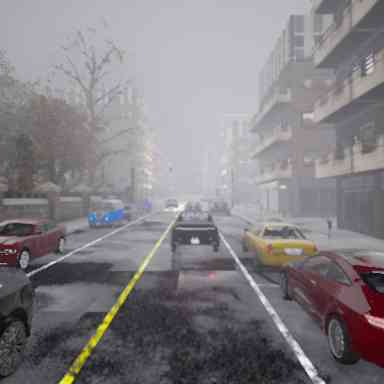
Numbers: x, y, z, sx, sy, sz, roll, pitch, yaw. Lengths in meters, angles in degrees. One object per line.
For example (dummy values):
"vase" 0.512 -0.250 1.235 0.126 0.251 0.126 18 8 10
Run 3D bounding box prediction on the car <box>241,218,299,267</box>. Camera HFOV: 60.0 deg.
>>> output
"car" 2.719 1.559 11.236 1.752 1.417 4.829 1 0 0

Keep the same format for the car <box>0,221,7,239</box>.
"car" -5.665 1.332 5.555 2.192 1.841 5.009 1 0 0

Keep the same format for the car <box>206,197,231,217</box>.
"car" 2.720 1.539 33.160 1.967 1.590 4.097 1 0 0

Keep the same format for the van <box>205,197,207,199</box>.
"van" 2.727 1.456 38.683 1.690 1.788 3.998 1 0 0

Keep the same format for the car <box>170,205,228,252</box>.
"car" 0.118 1.534 14.183 2.128 1.511 4.902 0 0 0

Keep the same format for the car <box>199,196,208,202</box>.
"car" 2.816 1.798 82.272 2.008 1.369 4.403 1 0 0

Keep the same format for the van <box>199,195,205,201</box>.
"van" 2.835 1.624 93.557 1.690 1.788 3.998 1 0 0

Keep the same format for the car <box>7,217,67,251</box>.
"car" -5.662 1.578 11.078 1.887 1.381 4.507 1 0 0

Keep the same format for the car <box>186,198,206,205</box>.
"car" 0.148 1.650 34.409 2.033 1.411 5.357 0 0 0

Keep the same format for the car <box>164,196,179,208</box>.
"car" -2.932 1.696 49.987 2.033 1.411 5.357 0 0 0

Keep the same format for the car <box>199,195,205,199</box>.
"car" 2.808 1.796 76.629 1.947 1.339 4.313 1 0 0

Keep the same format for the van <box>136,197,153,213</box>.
"van" -5.587 1.457 38.697 1.690 1.788 3.998 1 0 0

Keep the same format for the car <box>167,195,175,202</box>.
"car" -5.555 1.706 87.926 1.967 1.590 4.097 1 0 0

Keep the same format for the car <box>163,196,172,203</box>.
"car" -5.571 1.756 76.470 1.752 1.417 4.829 1 0 0

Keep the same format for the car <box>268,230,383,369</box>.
"car" 2.710 1.599 5.543 1.802 1.307 4.206 1 0 0

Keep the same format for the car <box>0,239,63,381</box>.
"car" -3.097 1.502 2.674 2.128 1.511 4.902 0 0 0

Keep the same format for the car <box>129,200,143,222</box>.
"car" -5.623 1.649 27.648 1.947 1.339 4.313 1 0 0

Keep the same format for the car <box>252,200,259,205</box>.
"car" 13.731 1.792 64.799 4.097 1.590 1.967 0 -2 1

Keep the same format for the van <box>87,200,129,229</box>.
"van" -5.651 1.408 22.125 1.690 1.788 3.998 1 0 0
